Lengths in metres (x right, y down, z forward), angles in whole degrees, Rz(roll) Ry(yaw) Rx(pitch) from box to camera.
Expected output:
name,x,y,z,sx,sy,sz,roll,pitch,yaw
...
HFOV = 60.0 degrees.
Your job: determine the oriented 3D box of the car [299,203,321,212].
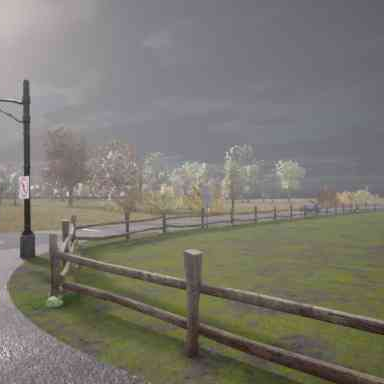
name,x,y,z,sx,sy,sz,roll,pitch,yaw
car,18.897,2.449,52.982,2.033,1.411,5.357,-1,-2,40
